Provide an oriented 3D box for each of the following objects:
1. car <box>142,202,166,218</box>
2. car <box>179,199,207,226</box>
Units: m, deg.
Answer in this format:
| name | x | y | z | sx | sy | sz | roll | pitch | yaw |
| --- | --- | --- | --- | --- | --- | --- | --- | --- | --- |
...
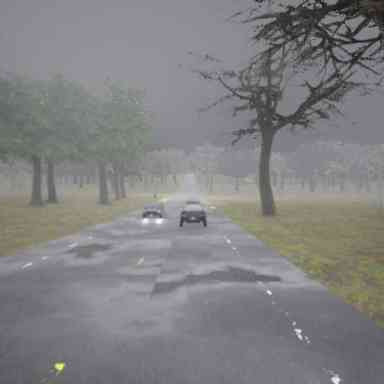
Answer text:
| name | x | y | z | sx | sy | sz | roll | pitch | yaw |
| --- | --- | --- | --- | --- | --- | --- | --- | --- | --- |
| car | -3.504 | 1.641 | 31.570 | 2.033 | 1.411 | 5.357 | 0 | 0 | 0 |
| car | 0.091 | 1.596 | 24.712 | 1.882 | 1.535 | 5.008 | 0 | 0 | 0 |
